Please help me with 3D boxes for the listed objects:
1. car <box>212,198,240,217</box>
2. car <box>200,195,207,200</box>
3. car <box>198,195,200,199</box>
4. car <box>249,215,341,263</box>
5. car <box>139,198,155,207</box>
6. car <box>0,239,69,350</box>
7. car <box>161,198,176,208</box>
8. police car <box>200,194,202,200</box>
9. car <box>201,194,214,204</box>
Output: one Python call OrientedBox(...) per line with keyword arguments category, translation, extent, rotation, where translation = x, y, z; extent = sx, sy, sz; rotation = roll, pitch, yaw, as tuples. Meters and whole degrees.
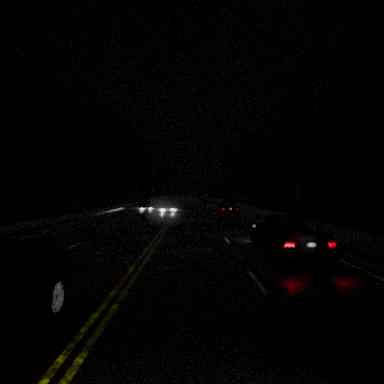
OrientedBox(category="car", translation=(3.340, 1.519, 31.330), extent=(2.033, 1.411, 5.357), rotation=(0, 0, 0))
OrientedBox(category="car", translation=(3.223, 1.597, 94.521), extent=(1.994, 1.385, 4.181), rotation=(0, 0, 0))
OrientedBox(category="car", translation=(3.226, 1.571, 83.521), extent=(1.994, 1.385, 4.181), rotation=(0, 0, 0))
OrientedBox(category="car", translation=(3.348, 1.532, 11.829), extent=(2.033, 1.411, 5.357), rotation=(0, 0, 0))
OrientedBox(category="car", translation=(-6.590, 1.534, 49.229), extent=(1.994, 1.385, 4.181), rotation=(0, 0, 0))
OrientedBox(category="car", translation=(-3.352, 1.471, 4.563), extent=(1.882, 1.535, 5.008), rotation=(0, 0, 0))
OrientedBox(category="car", translation=(-3.345, 1.570, 47.281), extent=(1.895, 1.301, 4.718), rotation=(0, 0, 0))
OrientedBox(category="police car", translation=(3.229, 1.412, 72.630), extent=(1.930, 1.638, 5.238), rotation=(0, 0, 0))
OrientedBox(category="car", translation=(3.233, 1.406, 61.520), extent=(2.033, 1.649, 4.856), rotation=(0, 0, 0))
